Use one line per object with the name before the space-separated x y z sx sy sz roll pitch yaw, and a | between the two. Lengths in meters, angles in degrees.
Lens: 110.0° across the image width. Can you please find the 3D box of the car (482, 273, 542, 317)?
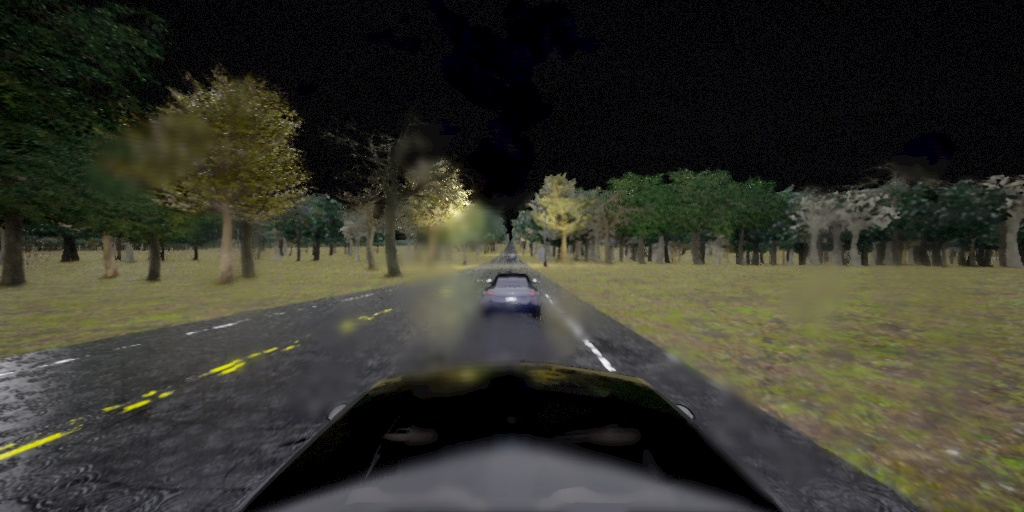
car | 0.005 1.321 13.173 1.994 1.385 4.181 0 0 0
